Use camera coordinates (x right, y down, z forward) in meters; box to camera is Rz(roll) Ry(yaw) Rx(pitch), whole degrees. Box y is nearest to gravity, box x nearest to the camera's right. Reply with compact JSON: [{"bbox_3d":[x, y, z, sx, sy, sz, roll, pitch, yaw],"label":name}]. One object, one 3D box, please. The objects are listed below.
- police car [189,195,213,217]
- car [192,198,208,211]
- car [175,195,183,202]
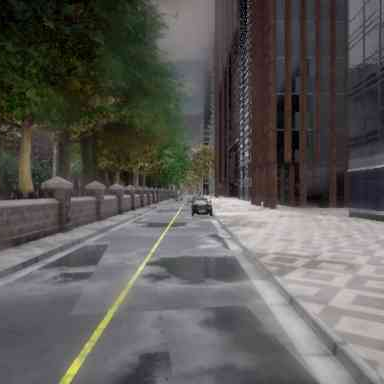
[{"bbox_3d":[0.901,1.422,31.567,1.930,1.638,5.238,0,0,0],"label":"police car"},{"bbox_3d":[0.900,1.499,41.457,1.837,1.490,4.892,0,0,0],"label":"car"},{"bbox_3d":[-2.999,1.426,76.710,2.128,1.511,4.902,0,0,0],"label":"car"}]
